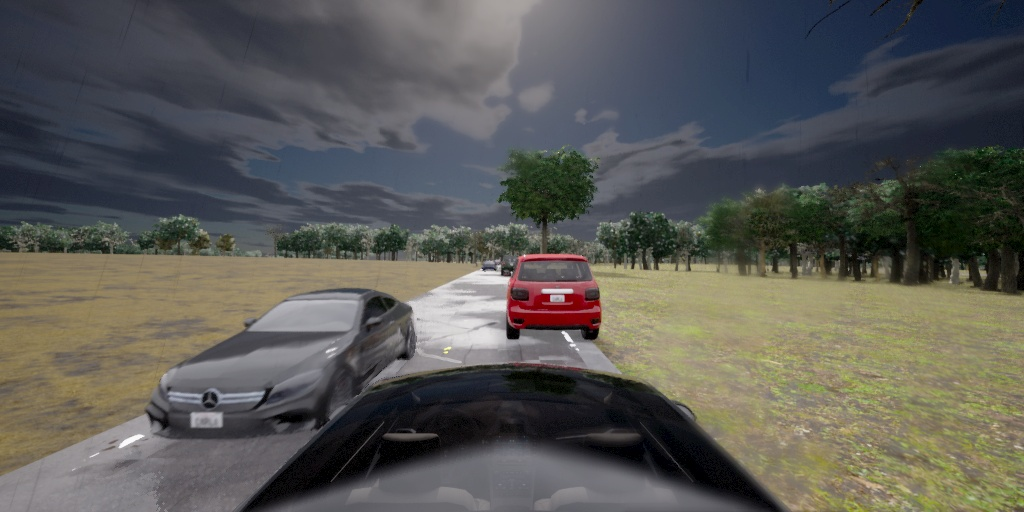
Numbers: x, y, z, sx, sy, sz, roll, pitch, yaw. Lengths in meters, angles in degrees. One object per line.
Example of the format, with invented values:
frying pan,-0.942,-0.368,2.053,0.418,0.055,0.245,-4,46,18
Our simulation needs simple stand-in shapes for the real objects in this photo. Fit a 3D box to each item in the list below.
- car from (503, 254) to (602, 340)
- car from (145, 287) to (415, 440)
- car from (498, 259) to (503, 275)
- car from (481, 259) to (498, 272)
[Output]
car,0.938,0.973,10.142,2.150,2.045,5.566,0,0,0
car,-2.860,1.276,5.683,1.812,1.442,4.674,0,0,0
car,-0.014,0.944,37.743,2.150,2.045,5.566,0,0,0
car,-2.954,1.287,47.104,2.033,1.411,5.357,0,0,0
